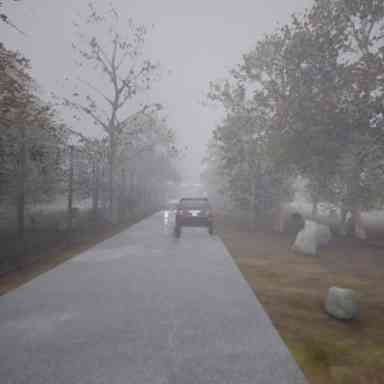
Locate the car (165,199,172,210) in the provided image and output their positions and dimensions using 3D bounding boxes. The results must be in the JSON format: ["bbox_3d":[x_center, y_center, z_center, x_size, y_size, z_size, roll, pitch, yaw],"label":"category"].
[{"bbox_3d":[-2.634,1.752,46.285,1.812,1.442,4.674,0,-1,1],"label":"car"}]

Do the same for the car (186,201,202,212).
[{"bbox_3d":[0.229,1.808,42.789,1.895,1.301,4.718,0,0,0],"label":"car"}]

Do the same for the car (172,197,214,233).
[{"bbox_3d":[0.144,1.307,20.471,2.150,2.045,5.566,0,0,0],"label":"car"}]
